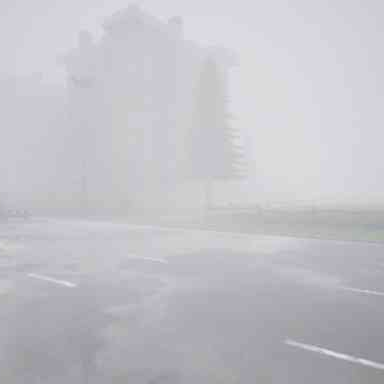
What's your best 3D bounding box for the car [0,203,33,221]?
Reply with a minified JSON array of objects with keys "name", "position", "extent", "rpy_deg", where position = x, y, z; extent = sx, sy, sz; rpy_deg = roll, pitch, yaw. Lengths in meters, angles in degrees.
[{"name":"car","position":[-15.554,1.635,27.996],"extent":[5.357,1.411,2.033],"rpy_deg":[0,0,36]}]
